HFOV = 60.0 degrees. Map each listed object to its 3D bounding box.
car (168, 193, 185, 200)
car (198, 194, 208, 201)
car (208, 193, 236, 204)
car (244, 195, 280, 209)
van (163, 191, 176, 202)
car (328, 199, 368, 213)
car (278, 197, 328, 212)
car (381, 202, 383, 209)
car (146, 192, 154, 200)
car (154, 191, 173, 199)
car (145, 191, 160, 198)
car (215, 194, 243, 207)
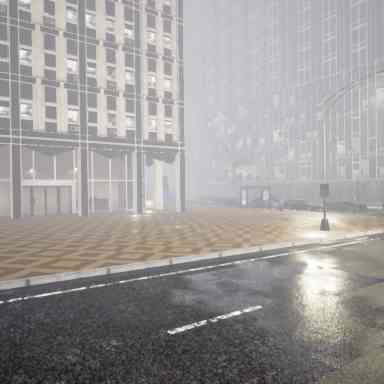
[{"bbox_3d":[-3.495,0.936,73.767,1.802,1.307,4.206,0,1,-34],"label":"car"},{"bbox_3d":[2.942,1.043,64.398,1.802,1.307,4.206,0,1,-34],"label":"car"},{"bbox_3d":[4.992,1.266,51.191,1.895,1.301,4.718,-1,1,-34],"label":"car"},{"bbox_3d":[8.815,1.388,40.855,1.802,1.307,4.206,0,1,-34],"label":"car"},{"bbox_3d":[-3.965,0.937,59.651,1.690,1.788,3.998,0,1,-34],"label":"van"},{"bbox_3d":[16.111,1.408,34.991,1.994,1.385,4.181,-1,1,-35],"label":"car"},{"bbox_3d":[12.020,1.423,36.158,1.947,1.339,4.313,0,1,-34],"label":"car"},{"bbox_3d":[21.704,1.061,32.496,2.150,2.045,5.566,-1,1,-35],"label":"car"},{"bbox_3d":[-10.403,1.039,69.022,2.008,1.369,4.403,0,1,-34],"label":"car"},{"bbox_3d":[-6.714,0.615,78.448,2.192,1.841,5.009,0,1,-34],"label":"car"},{"bbox_3d":[-9.933,0.686,83.134,1.967,1.590,4.097,0,1,-34],"label":"car"},{"bbox_3d":[5.645,1.319,45.572,1.947,1.339,4.313,0,1,-34],"label":"car"}]
